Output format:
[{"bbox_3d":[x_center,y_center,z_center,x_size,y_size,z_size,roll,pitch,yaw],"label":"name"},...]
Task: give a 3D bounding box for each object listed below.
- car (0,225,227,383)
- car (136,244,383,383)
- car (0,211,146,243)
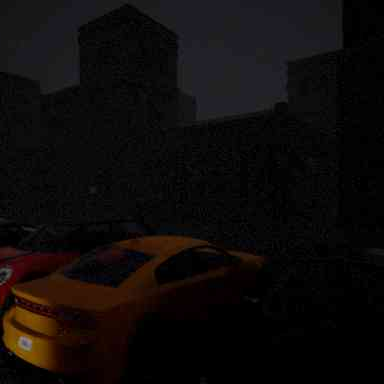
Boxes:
[{"bbox_3d":[-0.366,1.483,5.611,2.097,1.535,5.008,0,0,35],"label":"car"},{"bbox_3d":[1.900,1.482,4.007,2.231,1.521,4.892,0,0,36],"label":"car"},{"bbox_3d":[-2.610,1.360,7.255,2.185,1.767,4.553,0,0,35],"label":"car"}]
